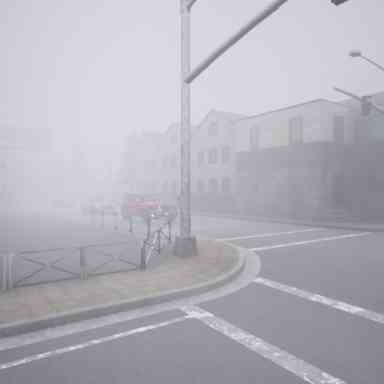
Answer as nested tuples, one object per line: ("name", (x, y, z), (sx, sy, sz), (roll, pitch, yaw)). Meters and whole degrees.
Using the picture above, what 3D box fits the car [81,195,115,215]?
("car", (-8.946, 1.176, 31.801), (2.097, 1.767, 4.553), (0, 0, -35))

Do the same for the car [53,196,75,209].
("car", (-16.355, 1.331, 42.371), (1.837, 1.490, 4.892), (0, -1, -35))

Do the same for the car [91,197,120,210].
("car", (-10.536, 1.328, 40.416), (1.837, 1.490, 4.892), (0, 0, -35))

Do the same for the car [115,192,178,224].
("car", (-3.202, 1.045, 23.663), (2.150, 2.045, 5.566), (0, 0, -35))
